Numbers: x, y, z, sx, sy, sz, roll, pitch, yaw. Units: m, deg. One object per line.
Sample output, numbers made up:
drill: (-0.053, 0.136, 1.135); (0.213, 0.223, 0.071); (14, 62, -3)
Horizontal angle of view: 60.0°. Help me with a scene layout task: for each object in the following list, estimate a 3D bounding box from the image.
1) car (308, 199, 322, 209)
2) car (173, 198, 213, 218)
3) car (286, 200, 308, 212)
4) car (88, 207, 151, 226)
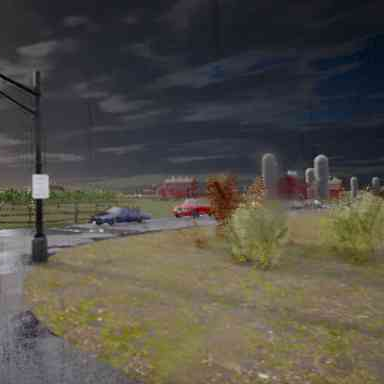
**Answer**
car: (20.589, 2.041, 56.728); (2.097, 1.767, 4.553); (-1, -1, 36)
car: (0.375, 1.658, 34.809); (2.150, 2.045, 5.566); (-1, -1, 36)
car: (14.594, 2.065, 48.317); (2.128, 1.511, 4.902); (-1, -1, 36)
car: (-5.603, 1.871, 26.506); (2.033, 1.411, 5.357); (-1, -1, 36)
